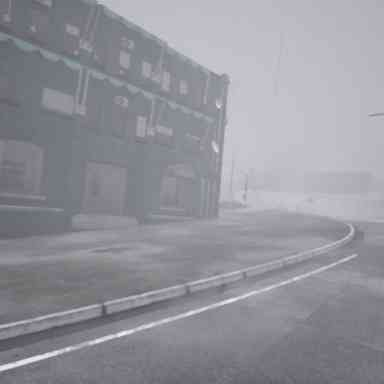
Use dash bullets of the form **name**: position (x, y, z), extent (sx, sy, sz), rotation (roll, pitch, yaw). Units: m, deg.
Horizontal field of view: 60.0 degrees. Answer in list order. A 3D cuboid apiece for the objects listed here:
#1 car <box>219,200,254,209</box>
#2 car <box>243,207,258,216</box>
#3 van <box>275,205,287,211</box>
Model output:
- **car**: position (5.715, 1.883, 43.973), extent (4.892, 1.490, 1.837), rotation (-1, -6, 39)
- **car**: position (10.816, 3.649, 61.507), extent (2.002, 1.452, 4.674), rotation (2, -6, 19)
- **van**: position (15.434, 3.307, 57.684), extent (1.878, 1.987, 4.442), rotation (2, -6, 19)
